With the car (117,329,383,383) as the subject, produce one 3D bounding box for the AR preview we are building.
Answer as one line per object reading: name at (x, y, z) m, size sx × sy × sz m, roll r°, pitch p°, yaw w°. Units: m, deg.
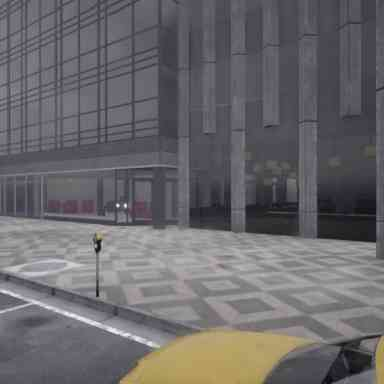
car at (1.513, 1.525, 2.002) m, size 4.829 × 1.417 × 1.752 m, roll 0°, pitch 0°, yaw 36°
